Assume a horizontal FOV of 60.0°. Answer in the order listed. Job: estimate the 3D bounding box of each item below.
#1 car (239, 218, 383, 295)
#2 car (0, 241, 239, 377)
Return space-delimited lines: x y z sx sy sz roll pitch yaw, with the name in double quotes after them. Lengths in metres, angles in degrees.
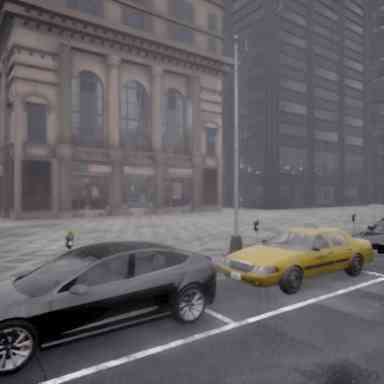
2.935 1.526 8.746 4.829 1.417 1.752 0 0 -36 "car"
-1.519 1.566 5.568 4.313 1.339 1.947 0 0 -36 "car"
